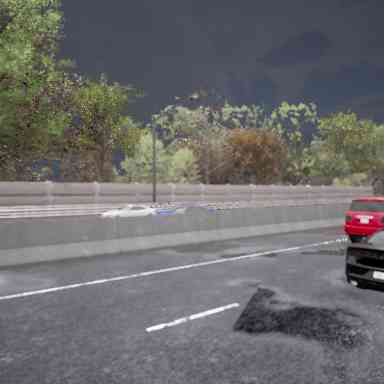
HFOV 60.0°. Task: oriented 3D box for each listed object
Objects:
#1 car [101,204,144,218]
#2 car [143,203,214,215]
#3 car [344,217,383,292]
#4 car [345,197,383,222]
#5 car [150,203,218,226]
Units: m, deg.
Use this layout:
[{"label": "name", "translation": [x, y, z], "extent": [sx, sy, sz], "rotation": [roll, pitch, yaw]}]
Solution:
[{"label": "car", "translation": [-4.893, 1.736, 26.619], "extent": [4.674, 1.442, 1.812], "rotation": [0, 0, -37]}, {"label": "car", "translation": [-0.446, 1.666, 21.207], "extent": [4.674, 1.442, 1.812], "rotation": [0, 0, -37]}, {"label": "car", "translation": [5.680, 1.485, 8.039], "extent": [5.008, 1.535, 1.882], "rotation": [0, 0, -37]}, {"label": "car", "translation": [9.088, 1.246, 15.006], "extent": [5.566, 2.045, 2.150], "rotation": [0, 0, -37]}, {"label": "car", "translation": [-0.523, 1.646, 25.534], "extent": [5.008, 1.535, 1.882], "rotation": [0, 0, -37]}]
